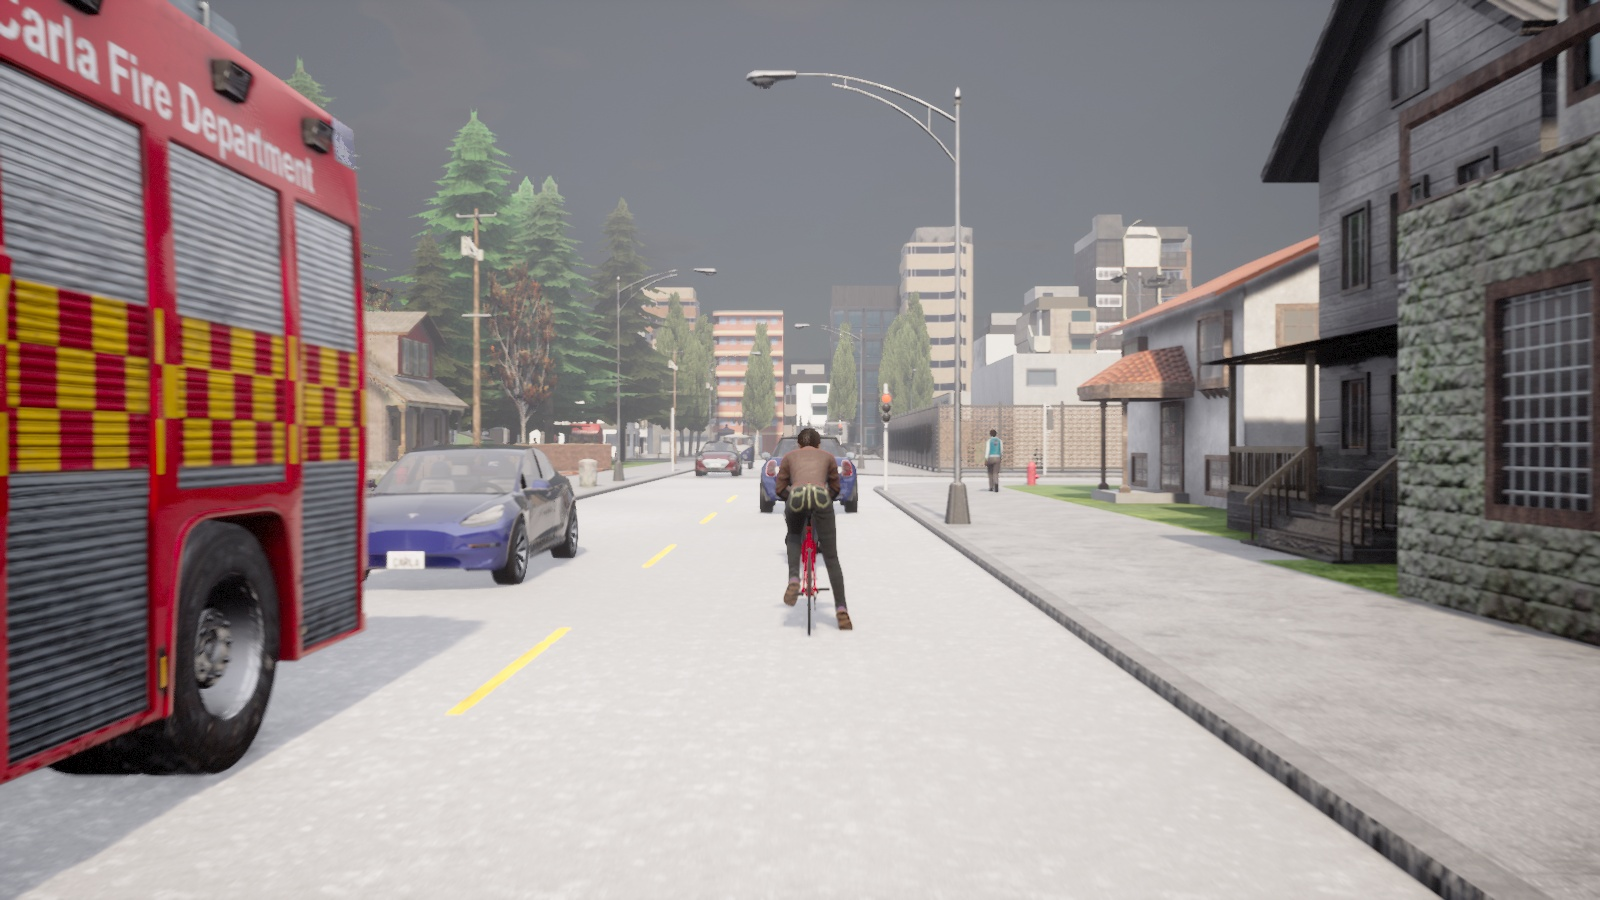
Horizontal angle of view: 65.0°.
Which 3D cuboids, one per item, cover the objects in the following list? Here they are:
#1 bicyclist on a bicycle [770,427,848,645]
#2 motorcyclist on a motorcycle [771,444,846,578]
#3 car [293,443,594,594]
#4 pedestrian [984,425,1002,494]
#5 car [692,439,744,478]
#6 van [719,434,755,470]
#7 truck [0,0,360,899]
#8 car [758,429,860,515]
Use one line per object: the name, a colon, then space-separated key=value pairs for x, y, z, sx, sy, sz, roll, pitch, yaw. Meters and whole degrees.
bicyclist on a bicycle: x=0.073 y=0.642 z=10.183 sx=0.582 sy=1.620 sz=1.656 roll=0 pitch=0 yaw=0
motorcyclist on a motorcycle: x=0.103 y=0.694 z=15.520 sx=0.866 sy=1.530 sz=2.191 roll=0 pitch=0 yaw=0
car: x=-3.900 y=0.660 z=14.759 sx=2.163 sy=1.488 sz=4.792 roll=0 pitch=0 yaw=0
pedestrian: x=5.428 y=0.262 z=35.277 sx=0.396 sy=1.930 sz=0.692 roll=0 pitch=0 yaw=0
car: x=-3.660 y=0.354 z=56.716 sx=2.033 sy=1.649 sz=4.856 roll=0 pitch=0 yaw=0
van: x=-3.574 y=0.091 z=71.981 sx=1.775 sy=1.987 sz=4.442 roll=0 pitch=0 yaw=0
truck: x=-3.968 y=-0.437 z=2.897 sx=2.891 sy=3.827 sz=8.468 roll=0 pitch=0 yaw=0
car: x=0.185 y=0.446 z=28.173 sx=2.097 sy=1.767 sz=4.553 roll=0 pitch=0 yaw=0
